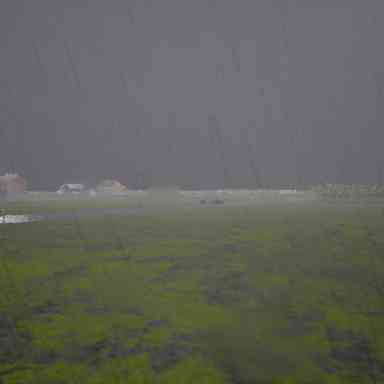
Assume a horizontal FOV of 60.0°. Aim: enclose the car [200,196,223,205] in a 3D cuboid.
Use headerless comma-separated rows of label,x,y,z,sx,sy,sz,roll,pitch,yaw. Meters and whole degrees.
car,3.492,1.475,57.654,2.033,1.411,5.357,1,0,34
